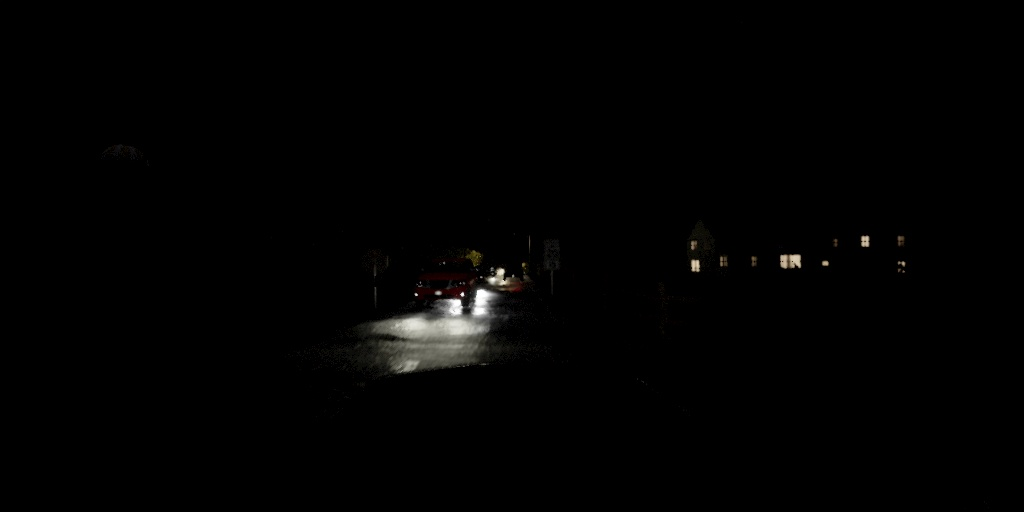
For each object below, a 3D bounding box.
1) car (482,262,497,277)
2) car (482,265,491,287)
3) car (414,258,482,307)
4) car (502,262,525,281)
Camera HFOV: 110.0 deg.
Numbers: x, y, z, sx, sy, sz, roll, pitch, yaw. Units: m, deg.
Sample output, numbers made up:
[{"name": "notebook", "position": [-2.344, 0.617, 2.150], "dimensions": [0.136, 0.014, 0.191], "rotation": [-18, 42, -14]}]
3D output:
[{"name": "car", "position": [-2.806, 1.438, 39.829], "dimensions": [2.097, 1.767, 4.553], "rotation": [0, -1, 2]}, {"name": "car", "position": [-2.831, 1.562, 26.796], "dimensions": [1.895, 1.301, 4.718], "rotation": [0, -1, 0]}, {"name": "car", "position": [-2.847, 1.094, 16.615], "dimensions": [2.150, 2.045, 5.566], "rotation": [0, 0, 0]}, {"name": "car", "position": [0.120, 1.518, 34.175], "dimensions": [1.837, 1.490, 4.892], "rotation": [0, -1, 0]}]
